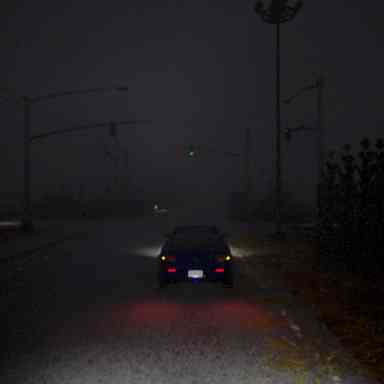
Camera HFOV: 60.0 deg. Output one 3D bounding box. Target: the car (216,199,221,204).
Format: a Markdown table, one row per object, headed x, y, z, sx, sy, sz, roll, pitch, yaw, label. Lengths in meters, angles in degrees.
| x | y | z | sx | sy | sz | roll | pitch | yaw | label |
| --- | --- | --- | --- | --- | --- | --- | --- | --- | --- |
| 6.657 | 2.212 | 79.827 | 1.895 | 1.301 | 4.718 | 0 | -2 | 6 | car |

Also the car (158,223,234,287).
| x | y | z | sx | sy | sz | roll | pitch | yaw | label |
| --- | --- | --- | --- | --- | --- | --- | --- | --- | --- |
| 0.108 | 1.616 | 9.477 | 1.812 | 1.442 | 4.674 | 0 | 0 | 1 | car |
